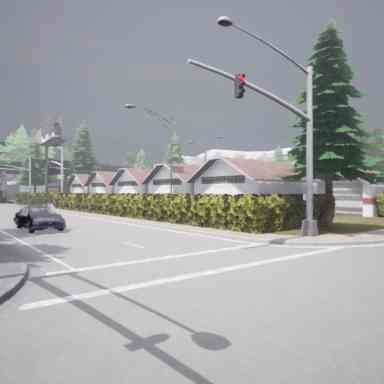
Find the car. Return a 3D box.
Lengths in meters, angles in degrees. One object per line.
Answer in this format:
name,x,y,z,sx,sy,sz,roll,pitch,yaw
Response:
car,-9.073,1.530,19.608,2.033,1.411,5.357,0,0,-38
